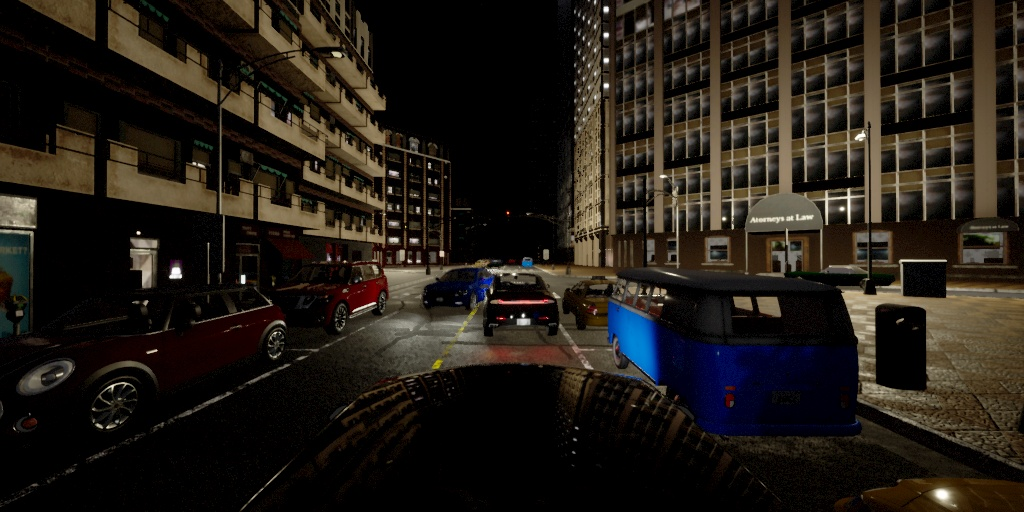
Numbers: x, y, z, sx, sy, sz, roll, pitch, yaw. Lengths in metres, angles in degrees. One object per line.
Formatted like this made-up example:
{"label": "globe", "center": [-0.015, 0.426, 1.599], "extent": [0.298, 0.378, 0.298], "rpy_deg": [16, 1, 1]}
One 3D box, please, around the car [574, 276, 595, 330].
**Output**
{"label": "car", "center": [2.568, 1.279, 10.912], "extent": [1.751, 1.417, 4.829], "rpy_deg": [0, 0, 0]}

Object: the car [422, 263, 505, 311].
{"label": "car", "center": [-1.939, 1.234, 14.813], "extent": [1.882, 1.535, 5.008], "rpy_deg": [0, 0, 13]}

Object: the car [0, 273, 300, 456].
{"label": "car", "center": [-5.314, 1.191, 5.202], "extent": [1.967, 1.591, 4.097], "rpy_deg": [0, 0, 0]}

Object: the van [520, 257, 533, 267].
{"label": "van", "center": [2.580, 1.168, 59.735], "extent": [1.690, 1.789, 3.998], "rpy_deg": [0, 0, 0]}

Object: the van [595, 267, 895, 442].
{"label": "van", "center": [2.567, 1.092, 5.205], "extent": [1.690, 1.789, 3.998], "rpy_deg": [0, 0, 0]}

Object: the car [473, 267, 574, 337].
{"label": "car", "center": [0.135, 1.245, 10.347], "extent": [2.128, 1.511, 4.902], "rpy_deg": [0, 0, -3]}

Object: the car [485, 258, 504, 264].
{"label": "car", "center": [-2.803, 1.426, 58.826], "extent": [1.895, 1.301, 4.718], "rpy_deg": [0, 0, 2]}

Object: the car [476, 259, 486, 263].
{"label": "car", "center": [-5.301, 1.352, 59.567], "extent": [1.751, 1.417, 4.829], "rpy_deg": [0, 0, 0]}

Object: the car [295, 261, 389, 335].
{"label": "car", "center": [-5.312, 1.068, 10.737], "extent": [2.192, 1.841, 5.009], "rpy_deg": [0, 0, 0]}

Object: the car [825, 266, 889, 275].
{"label": "car", "center": [18.313, 1.194, 20.455], "extent": [4.718, 1.301, 1.895], "rpy_deg": [-1, -1, 41]}
